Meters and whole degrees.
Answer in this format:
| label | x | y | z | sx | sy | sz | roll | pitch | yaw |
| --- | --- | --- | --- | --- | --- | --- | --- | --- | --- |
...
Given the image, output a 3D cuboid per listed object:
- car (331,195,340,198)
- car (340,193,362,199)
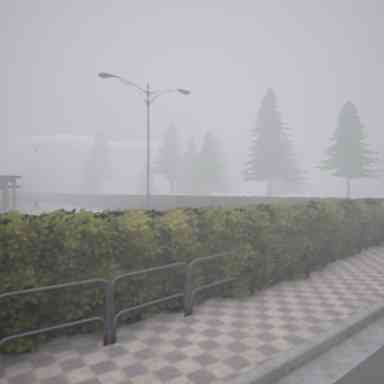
| label | x | y | z | sx | sy | sz | roll | pitch | yaw |
| --- | --- | --- | --- | --- | --- | --- | --- | --- | --- |
| car | 35.389 | 1.391 | 82.062 | 1.812 | 1.442 | 4.674 | 0 | 0 | 5 |
| car | 34.478 | 1.166 | 71.355 | 2.150 | 2.045 | 5.566 | 0 | 0 | 5 |
